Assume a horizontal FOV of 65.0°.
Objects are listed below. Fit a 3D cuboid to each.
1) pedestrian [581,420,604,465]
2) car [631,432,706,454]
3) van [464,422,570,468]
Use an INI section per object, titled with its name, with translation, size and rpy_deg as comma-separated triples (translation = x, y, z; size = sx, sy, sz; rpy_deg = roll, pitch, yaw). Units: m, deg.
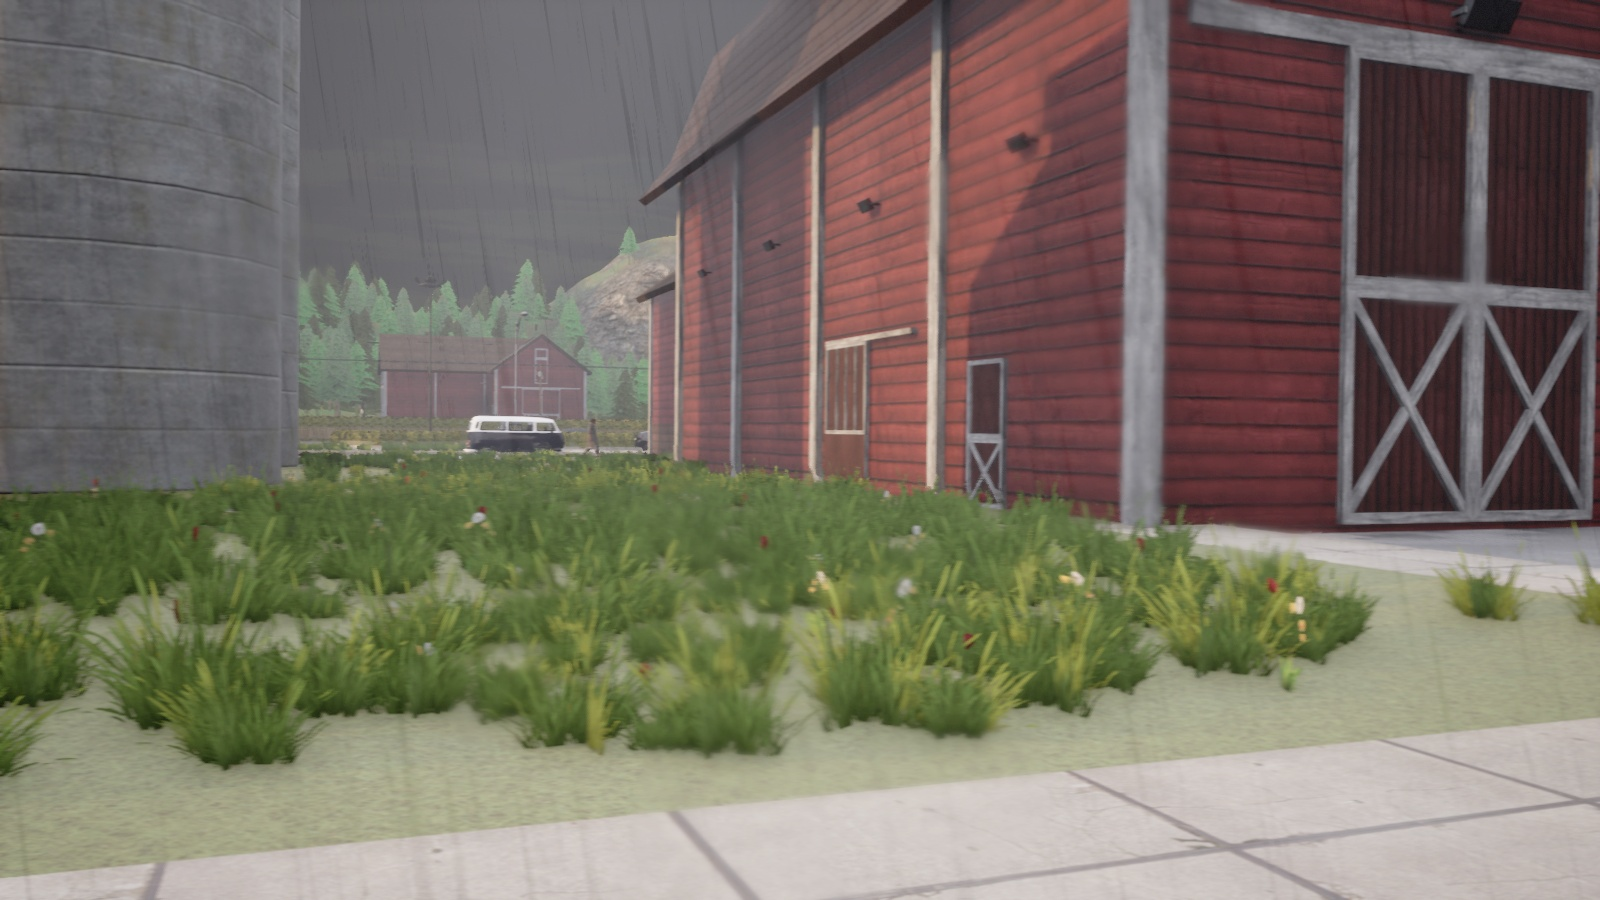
[pedestrian]
translation = -9.112, -0.319, 55.145
size = 0.873, 1.952, 0.659
rpy_deg = -1, 1, -2
[car]
translation = -9.123, -0.496, 87.257
size = 4.792, 1.488, 2.163
rpy_deg = -1, 1, -20
[van]
translation = -13.099, -0.255, 58.065
size = 4.480, 2.038, 2.069
rpy_deg = -1, 1, -21
